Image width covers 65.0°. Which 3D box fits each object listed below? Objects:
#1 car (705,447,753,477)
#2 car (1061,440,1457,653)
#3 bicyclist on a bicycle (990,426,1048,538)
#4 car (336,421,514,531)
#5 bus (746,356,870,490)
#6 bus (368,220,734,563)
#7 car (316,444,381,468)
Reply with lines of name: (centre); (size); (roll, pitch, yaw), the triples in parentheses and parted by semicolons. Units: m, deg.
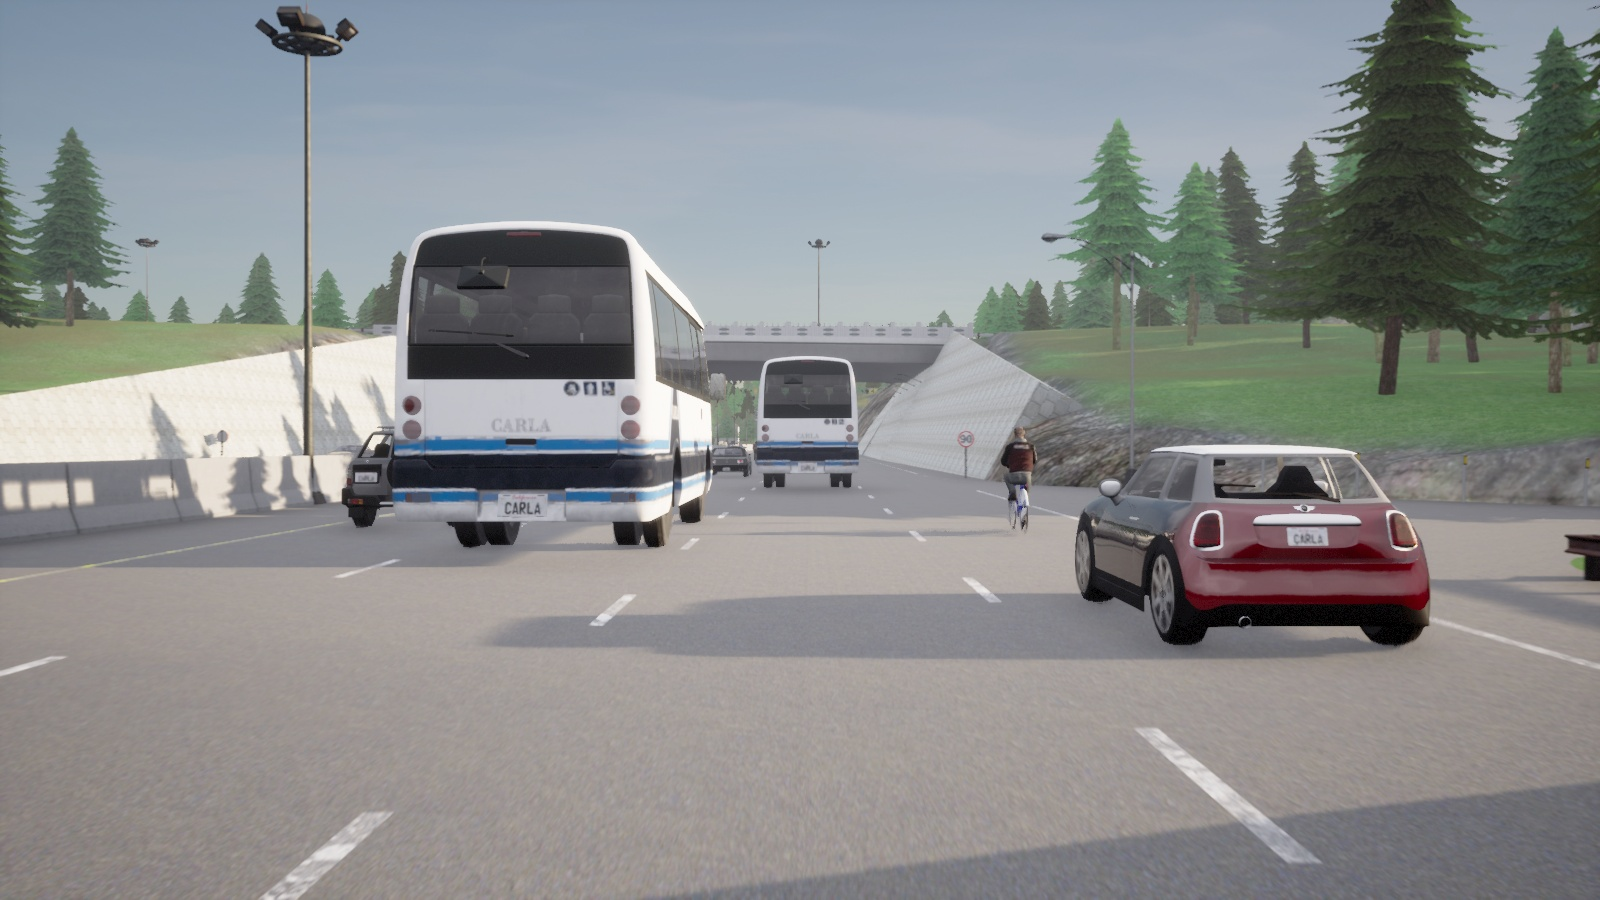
car: (-3.161, 0.524, 56.821); (1.895, 1.301, 4.718); (0, 0, 0)
car: (3.576, 0.655, 10.608); (1.970, 1.475, 3.806); (0, 0, 0)
bicyclist on a bicycle: (3.635, 0.502, 20.973); (0.659, 1.776, 1.843); (0, 1, 0)
car: (-6.851, 0.425, 23.479); (1.932, 1.855, 4.605); (0, 0, 0)
bus: (0.273, -0.883, 45.002); (3.944, 4.253, 10.273); (0, 0, 0)
bus: (-3.366, -0.749, 20.720); (3.944, 4.253, 10.273); (0, 0, 0)
car: (-27.548, 0.338, 76.858); (2.033, 1.411, 5.357); (0, 0, 0)
